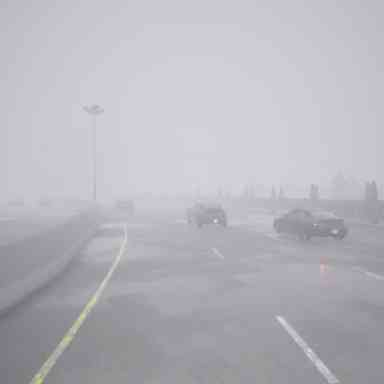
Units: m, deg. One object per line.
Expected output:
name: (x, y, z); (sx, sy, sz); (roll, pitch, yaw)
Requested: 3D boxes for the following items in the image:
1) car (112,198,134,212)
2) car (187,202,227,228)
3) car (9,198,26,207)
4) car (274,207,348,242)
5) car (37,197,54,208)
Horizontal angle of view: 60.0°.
car: (-7.923, 1.443, 38.118); (2.128, 1.511, 4.902); (0, 0, -23)
car: (0.890, 1.453, 22.035); (1.837, 1.490, 4.892); (0, 0, -12)
car: (-26.471, 1.567, 50.358); (1.994, 1.385, 4.181); (0, 0, -32)
car: (5.585, 1.467, 16.094); (1.812, 1.442, 4.674); (0, 0, -9)
car: (-21.772, 1.490, 49.420); (1.837, 1.490, 4.892); (0, 0, -31)
